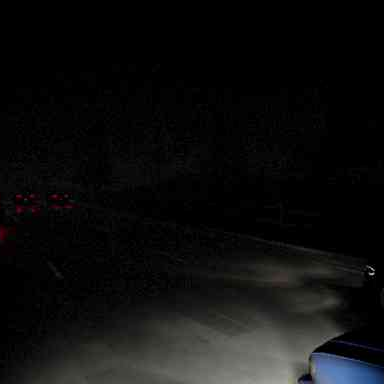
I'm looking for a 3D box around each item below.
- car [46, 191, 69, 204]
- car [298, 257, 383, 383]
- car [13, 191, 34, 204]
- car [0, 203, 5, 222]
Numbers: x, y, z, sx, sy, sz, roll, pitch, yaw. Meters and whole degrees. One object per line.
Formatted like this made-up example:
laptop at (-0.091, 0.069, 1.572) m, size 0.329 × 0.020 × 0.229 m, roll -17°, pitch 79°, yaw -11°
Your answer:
car at (-15.715, 0.595, 38.811) m, size 1.812 × 1.442 × 4.674 m, roll 0°, pitch 1°, yaw -31°
car at (3.126, 1.568, 1.393) m, size 2.033 × 1.411 × 5.357 m, roll 0°, pitch 1°, yaw -32°
car at (-18.785, 0.578, 37.122) m, size 1.812 × 1.442 × 4.674 m, roll 0°, pitch 1°, yaw -31°
car at (-12.228, 1.063, 19.690) m, size 1.895 × 1.301 × 4.718 m, roll 0°, pitch 1°, yaw -31°
